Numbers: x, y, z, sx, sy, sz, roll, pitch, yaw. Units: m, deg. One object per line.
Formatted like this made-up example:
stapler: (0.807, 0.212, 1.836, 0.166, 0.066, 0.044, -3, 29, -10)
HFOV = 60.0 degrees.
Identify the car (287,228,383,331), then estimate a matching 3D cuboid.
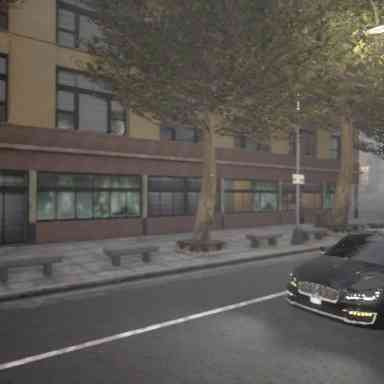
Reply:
car: (3.994, 1.548, 6.830, 4.892, 1.490, 1.837, 1, -1, -35)
